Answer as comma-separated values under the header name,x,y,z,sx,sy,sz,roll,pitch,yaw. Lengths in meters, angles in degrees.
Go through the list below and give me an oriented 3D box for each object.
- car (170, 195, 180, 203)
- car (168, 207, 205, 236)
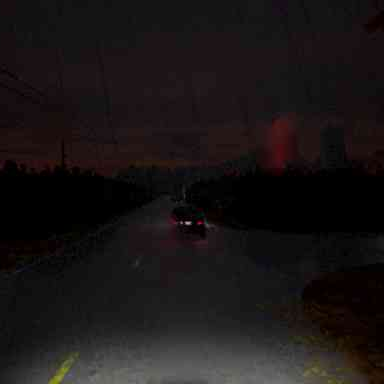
name,x,y,z,sx,sy,sz,roll,pitch,yaw
car,-3.457,1.440,69.110,2.128,1.511,4.902,0,0,-4
car,-0.318,1.534,18.232,2.033,1.411,5.357,0,0,-2
